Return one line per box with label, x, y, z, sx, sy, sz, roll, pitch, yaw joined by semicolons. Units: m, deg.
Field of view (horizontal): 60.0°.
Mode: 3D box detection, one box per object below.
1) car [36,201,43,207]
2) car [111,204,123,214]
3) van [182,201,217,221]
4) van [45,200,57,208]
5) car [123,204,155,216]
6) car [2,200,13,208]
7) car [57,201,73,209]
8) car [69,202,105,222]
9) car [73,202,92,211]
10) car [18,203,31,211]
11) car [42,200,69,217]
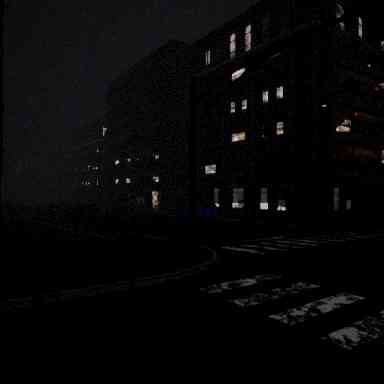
car;-39.131;3.097;86.006;1.947;1.339;4.313;-1;0;-36
car;-9.417;2.253;44.831;1.947;1.339;4.313;-1;0;-36
van;0.622;1.750;31.206;1.690;1.788;3.998;-1;0;-36
van;-32.534;2.684;76.858;1.690;1.788;3.998;-1;0;-36
car;-6.215;2.122;40.394;1.752;1.417;4.829;-1;0;-36
car;-42.577;2.719;76.568;2.192;1.841;5.009;-1;0;-36
car;-25.927;2.595;67.707;1.967;1.590;4.097;-1;0;-36
car;-9.558;1.908;30.816;1.967;1.590;4.097;-1;0;-36
car;-19.422;2.496;58.694;1.752;1.417;4.829;-1;0;-36
car;-29.267;2.551;58.129;1.752;1.417;4.829;-1;0;-36
car;-16.161;2.094;39.966;1.967;1.590;4.097;-1;0;-36
